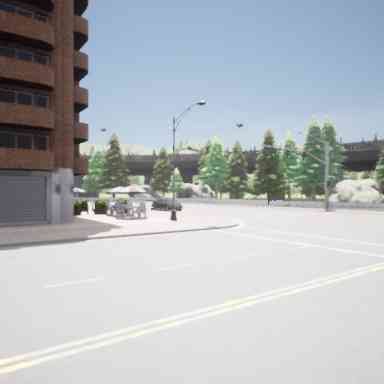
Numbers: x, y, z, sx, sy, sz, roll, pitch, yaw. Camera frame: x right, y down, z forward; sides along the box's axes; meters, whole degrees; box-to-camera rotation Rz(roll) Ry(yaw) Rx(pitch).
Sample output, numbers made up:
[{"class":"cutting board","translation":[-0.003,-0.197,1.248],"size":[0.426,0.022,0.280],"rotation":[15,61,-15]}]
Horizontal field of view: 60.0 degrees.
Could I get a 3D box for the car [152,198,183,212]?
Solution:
[{"class":"car","translation":[-2.905,1.449,38.321],"size":[1.837,1.490,4.892],"rotation":[0,0,-36]}]
